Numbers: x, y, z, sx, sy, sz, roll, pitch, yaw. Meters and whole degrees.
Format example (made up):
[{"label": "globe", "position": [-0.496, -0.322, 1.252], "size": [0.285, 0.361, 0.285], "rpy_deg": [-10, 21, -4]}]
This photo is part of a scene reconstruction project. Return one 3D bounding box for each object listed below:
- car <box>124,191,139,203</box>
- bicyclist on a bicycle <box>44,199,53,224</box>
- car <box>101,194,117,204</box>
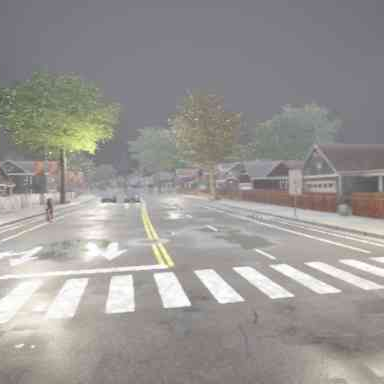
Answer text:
[{"label": "car", "position": [-8.826, 0.657, 48.799], "size": [2.097, 1.767, 4.553], "rpy_deg": [-1, 1, -9]}, {"label": "bicyclist on a bicycle", "position": [-9.355, 1.255, 21.776], "size": [0.582, 1.620, 1.656], "rpy_deg": [-1, 1, -12]}, {"label": "car", "position": [-12.021, 0.945, 48.235], "size": [1.994, 1.385, 4.181], "rpy_deg": [-1, 1, -9]}]
